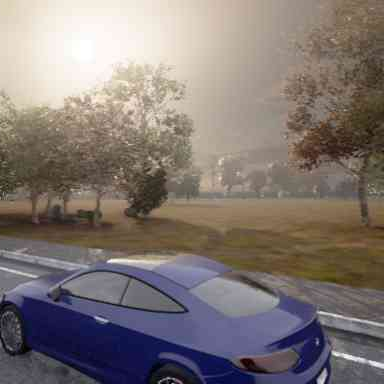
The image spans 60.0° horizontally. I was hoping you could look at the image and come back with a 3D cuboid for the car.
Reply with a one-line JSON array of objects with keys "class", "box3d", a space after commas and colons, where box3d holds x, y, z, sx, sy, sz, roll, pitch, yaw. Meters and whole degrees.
[{"class": "car", "box3d": [-0.687, 1.522, 4.387, 4.674, 1.442, 1.812, 0, 0, 35]}]
